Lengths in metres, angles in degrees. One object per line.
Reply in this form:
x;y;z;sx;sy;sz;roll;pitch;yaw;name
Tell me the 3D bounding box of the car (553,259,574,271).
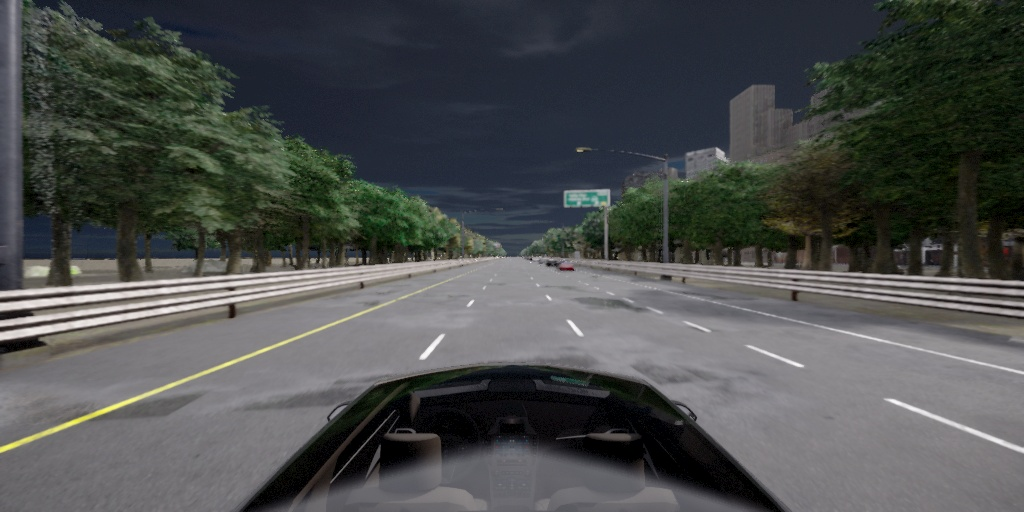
7.093;1.296;48.488;1.994;1.385;4.181;0;0;0;car
